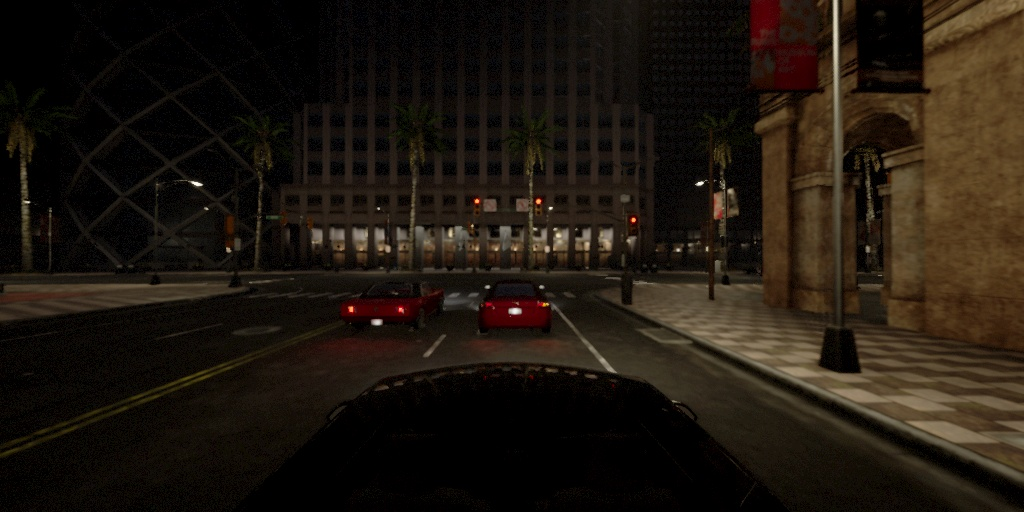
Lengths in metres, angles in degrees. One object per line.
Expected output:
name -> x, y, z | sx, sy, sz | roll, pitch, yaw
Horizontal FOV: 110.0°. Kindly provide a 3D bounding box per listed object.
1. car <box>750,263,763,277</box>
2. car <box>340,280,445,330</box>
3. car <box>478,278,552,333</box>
car -> 27.962, 1.189, 36.525 | 5.566, 2.045, 2.150 | 0, 0, 0
car -> -3.418, 1.411, 11.328 | 1.895, 1.301, 4.718 | 0, 0, 0
car -> 0.081, 1.370, 10.965 | 1.994, 1.385, 4.181 | 0, -1, 0
